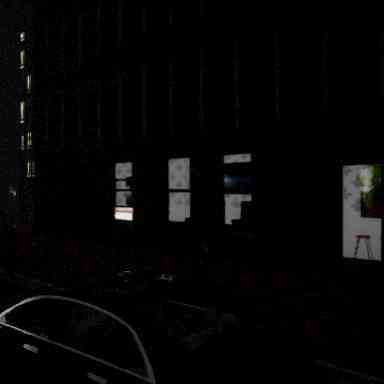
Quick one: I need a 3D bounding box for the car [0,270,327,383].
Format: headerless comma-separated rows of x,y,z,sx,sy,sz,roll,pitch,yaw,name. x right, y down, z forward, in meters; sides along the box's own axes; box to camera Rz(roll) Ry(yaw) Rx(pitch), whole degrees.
-0.929,1.548,3.538,4.403,1.369,2.008,0,0,36,car
